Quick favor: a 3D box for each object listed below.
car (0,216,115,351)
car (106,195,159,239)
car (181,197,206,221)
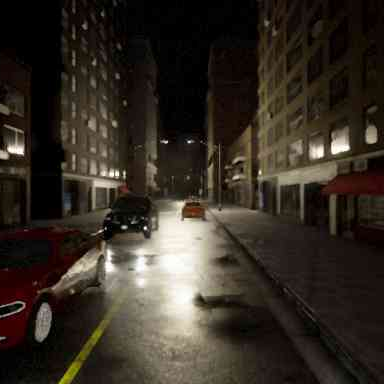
[{"bbox_3d":[-3.090,1.477,6.494,1.882,1.535,5.008,0,0,0],"label":"car"},{"bbox_3d":[-3.009,1.219,17.653,2.150,2.045,5.566,0,0,0],"label":"car"},{"bbox_3d":[0.111,1.473,27.307,1.882,1.535,5.008,0,0,0],"label":"car"}]
